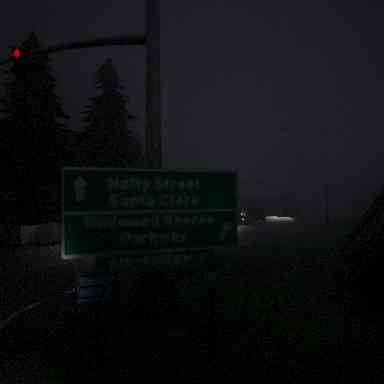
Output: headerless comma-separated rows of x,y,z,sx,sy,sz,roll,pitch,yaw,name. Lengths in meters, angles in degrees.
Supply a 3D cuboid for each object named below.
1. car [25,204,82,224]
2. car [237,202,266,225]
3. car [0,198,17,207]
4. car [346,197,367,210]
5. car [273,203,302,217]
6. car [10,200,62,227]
-13.196,2.019,31.951,2.242,1.667,4.611,-1,0,35,car
4.479,1.694,27.976,2.097,1.767,4.553,-1,-1,36,car
-37.307,2.327,69.071,4.514,1.523,2.007,-1,0,35,car
23.441,1.825,47.830,1.812,1.442,4.674,-1,0,36,car
10.350,1.906,36.032,1.994,1.385,4.181,-1,0,36,car
-11.095,1.785,25.137,1.905,1.878,3.866,-1,0,35,car
